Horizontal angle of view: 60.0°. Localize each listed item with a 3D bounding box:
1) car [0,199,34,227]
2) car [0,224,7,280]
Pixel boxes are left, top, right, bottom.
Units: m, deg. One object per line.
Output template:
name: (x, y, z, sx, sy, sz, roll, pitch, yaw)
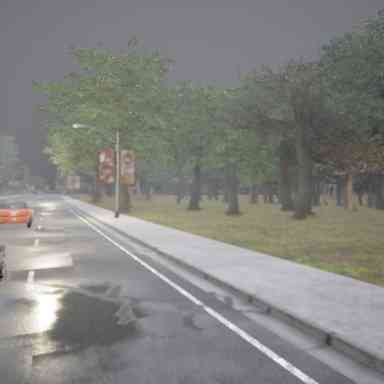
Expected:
car: (-12.155, 1.423, 23.050, 2.097, 1.767, 4.553, 0, 0, -24)
car: (-5.087, 1.618, 6.932, 1.895, 1.301, 4.718, 0, 0, -24)
